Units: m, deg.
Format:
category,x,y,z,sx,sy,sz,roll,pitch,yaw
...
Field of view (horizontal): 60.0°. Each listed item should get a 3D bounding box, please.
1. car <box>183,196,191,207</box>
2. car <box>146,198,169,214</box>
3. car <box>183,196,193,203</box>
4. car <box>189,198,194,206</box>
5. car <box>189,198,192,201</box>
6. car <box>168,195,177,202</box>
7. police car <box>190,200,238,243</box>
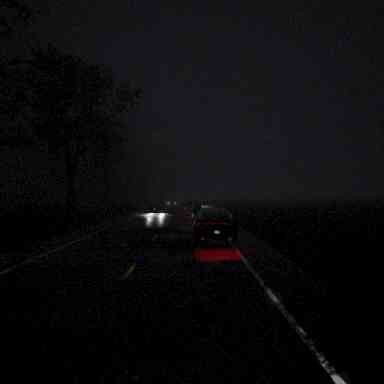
category,x,y,z,sx,sy,sz,roll,pitch,yaw
car,-0.482,1.618,51.811,1.895,1.301,4.718,0,0,-1
car,-3.847,1.569,36.108,1.994,1.385,4.181,0,0,-1
car,-0.864,1.449,69.276,1.994,1.385,4.181,0,0,-1
car,0.919,1.505,26.012,1.837,1.490,4.892,0,0,-1
car,0.856,1.528,32.018,1.812,1.442,4.674,0,0,-1
car,-4.571,1.446,76.736,1.812,1.442,4.674,0,0,-2
police car,0.998,1.423,16.112,1.930,1.638,5.238,0,0,0
